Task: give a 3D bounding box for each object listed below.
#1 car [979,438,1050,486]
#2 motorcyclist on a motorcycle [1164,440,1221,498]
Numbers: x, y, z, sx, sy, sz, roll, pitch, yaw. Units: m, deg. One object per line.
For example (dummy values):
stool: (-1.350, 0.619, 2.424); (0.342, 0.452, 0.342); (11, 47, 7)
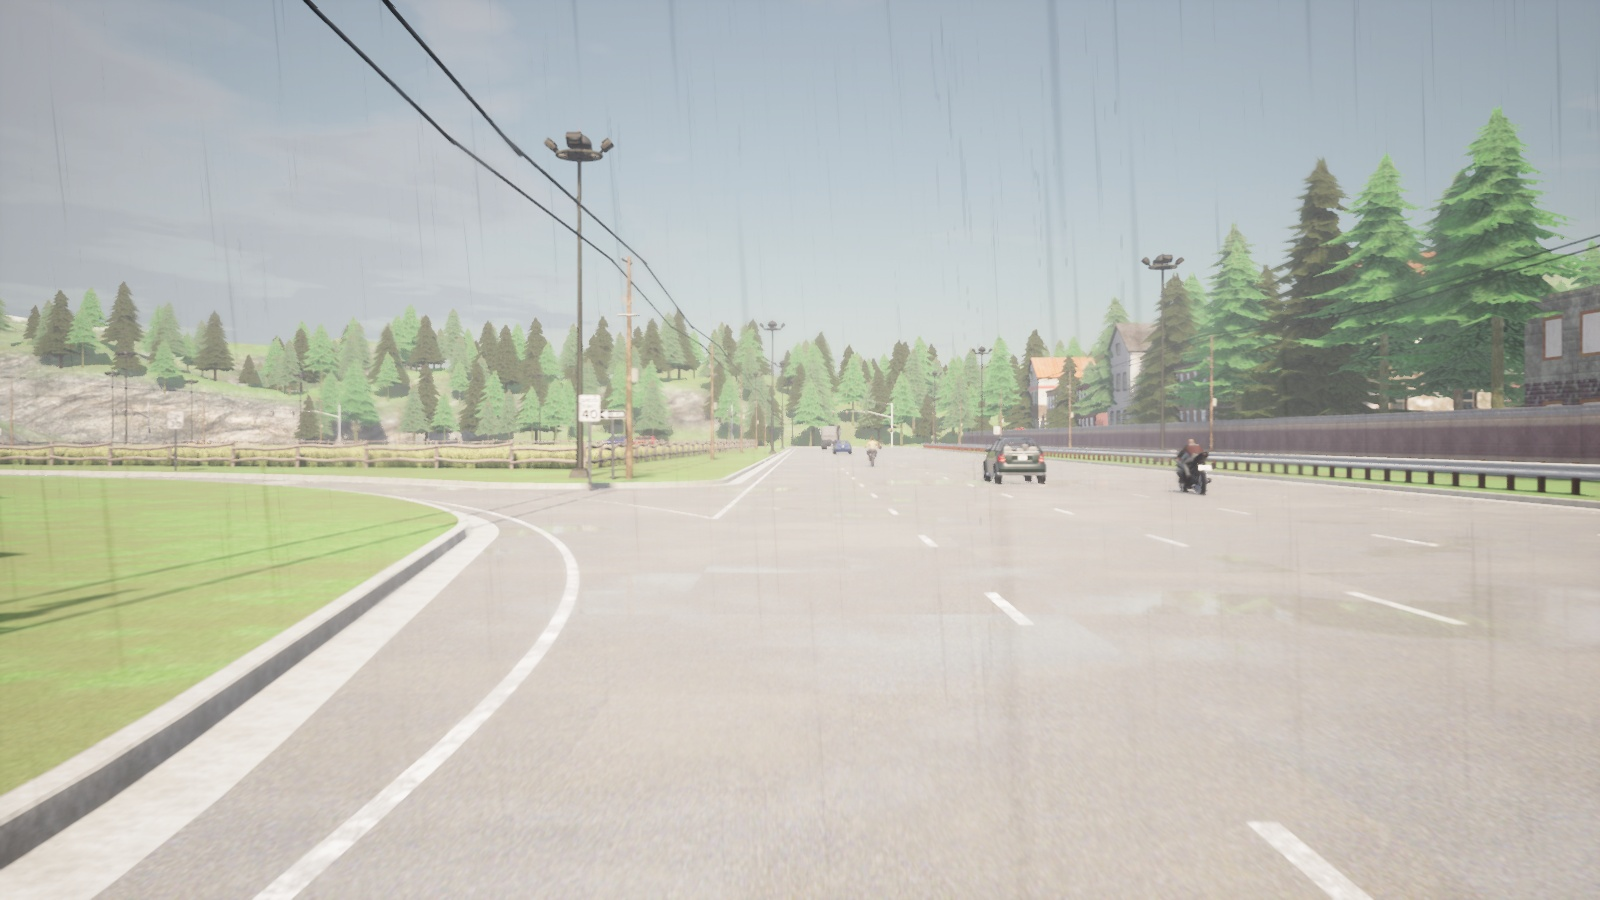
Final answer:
car: (7.257, 0.371, 42.823); (1.789, 1.549, 3.705); (0, 1, 0)
motorcyclist on a motorcycle: (10.709, 0.501, 34.345); (0.866, 1.530, 2.191); (0, 0, 0)
